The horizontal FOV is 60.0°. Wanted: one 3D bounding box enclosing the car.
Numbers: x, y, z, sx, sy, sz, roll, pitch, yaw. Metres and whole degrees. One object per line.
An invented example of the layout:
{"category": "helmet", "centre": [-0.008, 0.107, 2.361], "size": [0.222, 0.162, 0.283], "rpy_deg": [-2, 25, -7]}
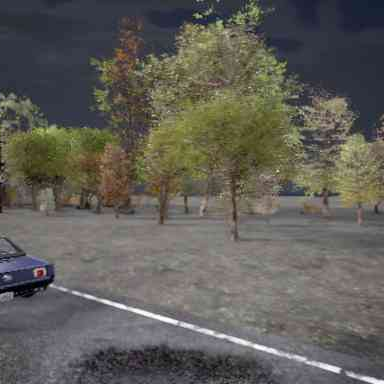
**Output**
{"category": "car", "centre": [-5.129, 1.580, 7.254], "size": [4.718, 1.301, 1.895], "rpy_deg": [0, 0, 36]}
